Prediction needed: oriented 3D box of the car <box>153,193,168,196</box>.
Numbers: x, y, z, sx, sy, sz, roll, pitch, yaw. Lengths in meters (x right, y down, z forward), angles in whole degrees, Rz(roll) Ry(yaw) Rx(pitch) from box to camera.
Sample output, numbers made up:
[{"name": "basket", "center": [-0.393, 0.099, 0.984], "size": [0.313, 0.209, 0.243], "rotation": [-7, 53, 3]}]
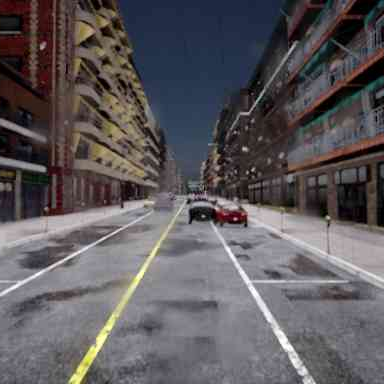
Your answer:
[{"name": "car", "center": [-5.314, 1.155, 49.615], "size": [2.192, 1.841, 5.009], "rotation": [2, 0, 0]}]

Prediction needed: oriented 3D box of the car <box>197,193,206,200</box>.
[{"name": "car", "center": [2.511, 1.115, 88.272], "size": [2.192, 1.841, 5.009], "rotation": [1, 0, 0]}]

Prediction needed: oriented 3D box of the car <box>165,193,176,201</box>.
[{"name": "car", "center": [-5.332, 1.117, 82.796], "size": [2.192, 1.841, 5.009], "rotation": [1, 0, 0]}]

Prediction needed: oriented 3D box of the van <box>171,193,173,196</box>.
[{"name": "van", "center": [-5.324, 1.154, 66.206], "size": [1.690, 1.788, 3.998], "rotation": [1, 0, 0]}]

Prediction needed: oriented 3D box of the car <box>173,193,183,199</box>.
[{"name": "car", "center": [-2.787, 1.155, 75.619], "size": [1.895, 1.301, 4.718], "rotation": [0, 0, 0]}]

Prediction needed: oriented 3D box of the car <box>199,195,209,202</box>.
[{"name": "car", "center": [2.549, 1.353, 71.678], "size": [1.887, 1.381, 4.507], "rotation": [1, 0, 0]}]

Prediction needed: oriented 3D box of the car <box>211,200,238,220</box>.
[{"name": "car", "center": [2.571, 1.420, 27.604], "size": [1.752, 1.417, 4.829], "rotation": [1, 0, 0]}]

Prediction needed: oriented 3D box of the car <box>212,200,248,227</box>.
[{"name": "car", "center": [2.574, 1.457, 21.902], "size": [1.887, 1.381, 4.507], "rotation": [1, 0, 0]}]

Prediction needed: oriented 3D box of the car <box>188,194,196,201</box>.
[{"name": "car", "center": [-0.036, 1.203, 74.291], "size": [1.812, 1.442, 4.674], "rotation": [0, 0, 0]}]

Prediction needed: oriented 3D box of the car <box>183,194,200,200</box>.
[{"name": "car", "center": [-0.029, 1.369, 59.284], "size": [2.033, 1.411, 5.357], "rotation": [0, 0, 0]}]

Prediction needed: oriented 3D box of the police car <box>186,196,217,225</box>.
[{"name": "police car", "center": [0.660, 1.332, 23.659], "size": [1.930, 1.638, 5.238], "rotation": [0, 0, -1]}]

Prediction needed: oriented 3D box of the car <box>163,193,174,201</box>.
[{"name": "car", "center": [-5.329, 1.120, 77.266], "size": [2.192, 1.841, 5.009], "rotation": [1, 0, 0]}]

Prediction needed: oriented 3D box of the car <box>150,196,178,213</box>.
[{"name": "car", "center": [-2.866, 1.421, 35.141], "size": [2.033, 1.411, 5.357], "rotation": [0, 0, 0]}]

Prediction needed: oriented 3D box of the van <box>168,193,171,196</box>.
[{"name": "van", "center": [-5.321, 1.161, 60.674], "size": [1.690, 1.788, 3.998], "rotation": [2, 0, 0]}]

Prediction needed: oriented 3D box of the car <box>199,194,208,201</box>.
[{"name": "car", "center": [2.556, 1.245, 77.210], "size": [1.967, 1.590, 4.097], "rotation": [1, 0, 0]}]

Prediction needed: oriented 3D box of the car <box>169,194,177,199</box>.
[{"name": "car", "center": [-5.344, 1.367, 93.859], "size": [1.947, 1.339, 4.313], "rotation": [1, 0, 0]}]

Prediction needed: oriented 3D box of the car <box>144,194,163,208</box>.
[{"name": "car", "center": [-5.317, 1.378, 43.914], "size": [1.752, 1.417, 4.829], "rotation": [2, 0, 0]}]
